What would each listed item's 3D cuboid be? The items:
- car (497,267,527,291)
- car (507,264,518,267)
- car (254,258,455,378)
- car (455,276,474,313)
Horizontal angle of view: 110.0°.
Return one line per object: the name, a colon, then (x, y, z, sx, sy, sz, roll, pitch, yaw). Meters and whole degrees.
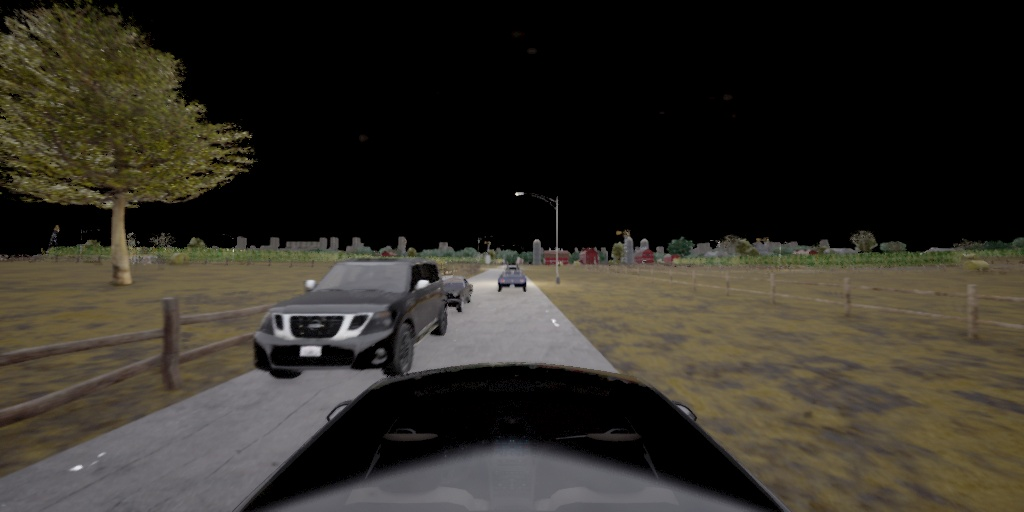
car: (0.031, 1.617, 24.475, 1.895, 1.301, 4.718, 0, -1, 1)
car: (0.062, 1.774, 44.629, 1.837, 1.490, 4.892, 0, -1, 0)
car: (-2.848, 1.043, 7.851, 2.150, 2.045, 5.566, 0, -1, 0)
car: (-2.759, 1.504, 15.080, 1.895, 1.301, 4.718, 0, -1, 0)
